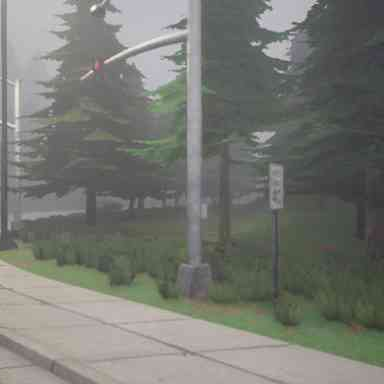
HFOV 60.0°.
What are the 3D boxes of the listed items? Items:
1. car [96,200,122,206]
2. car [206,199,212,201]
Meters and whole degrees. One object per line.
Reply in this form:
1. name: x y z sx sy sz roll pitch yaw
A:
1. car: -9.947 1.615 39.057 1.994 1.385 4.181 0 0 32
2. car: 4.377 1.571 53.018 4.674 1.442 1.812 0 0 -26
